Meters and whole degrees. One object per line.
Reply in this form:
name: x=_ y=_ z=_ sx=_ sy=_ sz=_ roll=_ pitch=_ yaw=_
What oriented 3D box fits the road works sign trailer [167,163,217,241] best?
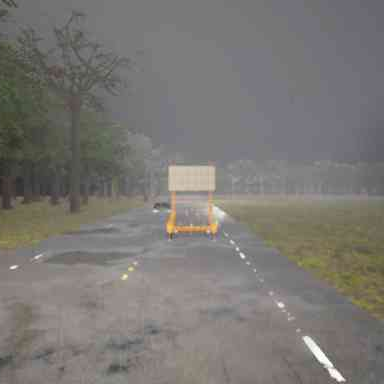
road works sign trailer: x=0.001 y=0.403 z=16.278 sx=2.380 sy=3.560 sz=2.880 roll=0 pitch=0 yaw=0

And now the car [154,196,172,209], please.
car: x=-3.589 y=1.228 z=41.226 sx=1.882 sy=1.535 sz=5.008 roll=0 pitch=1 yaw=0
